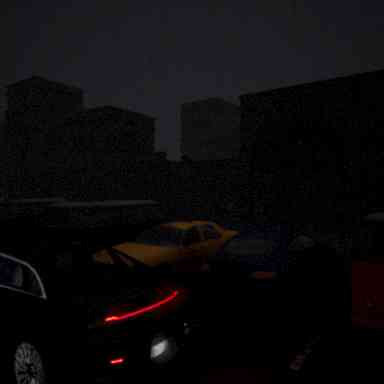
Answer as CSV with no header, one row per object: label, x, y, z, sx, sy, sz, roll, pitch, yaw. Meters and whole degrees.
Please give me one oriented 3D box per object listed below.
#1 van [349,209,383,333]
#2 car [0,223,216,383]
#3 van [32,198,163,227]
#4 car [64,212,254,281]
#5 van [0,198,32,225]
van,4.219,1.254,6.088,1.878,1.987,4.442,0,0,35
car,-2.327,1.496,5.037,4.902,1.511,2.128,0,0,35
van,-2.517,1.263,10.891,1.878,1.987,4.442,0,0,35
car,-0.446,1.482,9.043,1.946,1.575,5.366,0,0,35
van,-7.006,1.274,14.091,1.878,1.987,4.442,0,0,35
